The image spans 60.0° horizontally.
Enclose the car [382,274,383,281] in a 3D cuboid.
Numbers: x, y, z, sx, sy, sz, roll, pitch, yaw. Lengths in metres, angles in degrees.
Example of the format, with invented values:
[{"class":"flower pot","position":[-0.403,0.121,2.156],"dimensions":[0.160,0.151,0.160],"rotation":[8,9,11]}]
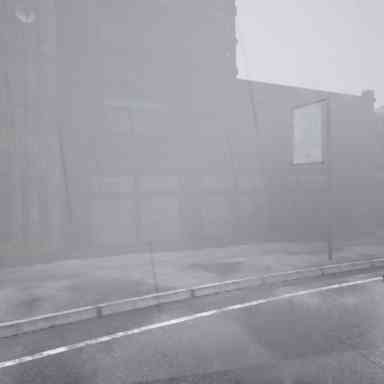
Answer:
[{"class":"car","position":[6.291,1.507,7.136],"dimensions":[4.674,1.442,1.812],"rotation":[0,0,-23]}]
